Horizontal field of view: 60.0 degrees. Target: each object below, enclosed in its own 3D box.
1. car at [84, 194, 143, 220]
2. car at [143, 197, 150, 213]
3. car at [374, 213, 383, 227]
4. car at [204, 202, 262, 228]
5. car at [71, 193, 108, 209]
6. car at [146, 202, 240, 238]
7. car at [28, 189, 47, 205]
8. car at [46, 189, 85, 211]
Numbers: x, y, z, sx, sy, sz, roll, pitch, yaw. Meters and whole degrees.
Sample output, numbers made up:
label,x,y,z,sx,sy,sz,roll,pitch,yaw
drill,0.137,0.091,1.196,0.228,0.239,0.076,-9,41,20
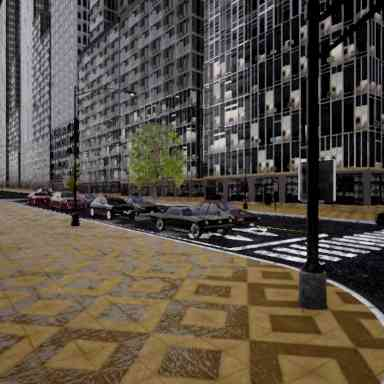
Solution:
label,x,y,z,sx,sy,sz,roll,pitch,yaw
car,-5.696,1.108,23.671,1.837,1.490,4.892,0,1,-38
car,-4.655,1.101,27.614,2.033,1.411,5.357,0,1,-37
car,12.213,1.517,17.373,4.718,1.301,1.895,3,2,32
car,1.618,1.286,19.681,2.033,1.411,5.357,0,1,-36
car,-11.161,0.908,35.912,2.033,1.411,5.357,0,1,-38
car,-0.105,1.370,16.562,1.895,1.301,4.718,0,1,-38
car,-18.125,0.711,39.593,1.882,1.535,5.008,0,1,-37
car,-11.814,0.774,31.472,2.097,1.767,4.553,0,1,-38
